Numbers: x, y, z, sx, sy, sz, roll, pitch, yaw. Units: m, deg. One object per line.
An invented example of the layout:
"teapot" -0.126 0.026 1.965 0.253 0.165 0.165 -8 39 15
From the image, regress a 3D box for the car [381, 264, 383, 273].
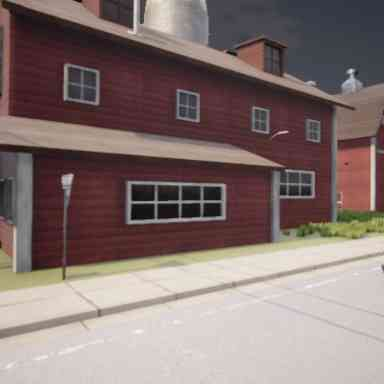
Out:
"car" 7.557 1.678 9.576 5.357 1.411 2.033 1 0 -37
